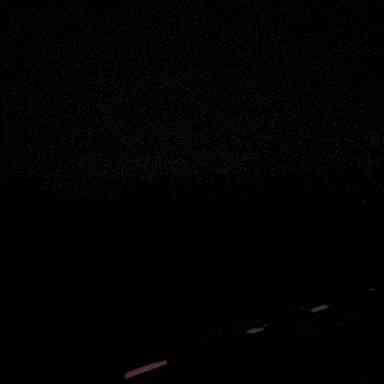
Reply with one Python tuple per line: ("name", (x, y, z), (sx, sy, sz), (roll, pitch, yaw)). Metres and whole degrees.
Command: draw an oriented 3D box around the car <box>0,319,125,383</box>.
("car", (-2.573, 1.509, 1.217), (4.892, 1.490, 1.837), (0, 0, -35))
